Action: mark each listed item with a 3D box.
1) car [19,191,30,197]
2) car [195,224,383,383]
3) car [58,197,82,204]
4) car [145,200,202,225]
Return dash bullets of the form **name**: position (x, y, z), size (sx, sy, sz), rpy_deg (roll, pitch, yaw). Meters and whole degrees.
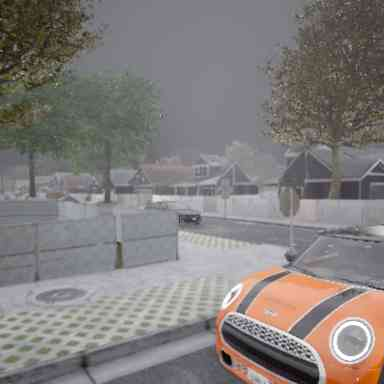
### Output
- **car**: position (-39.982, 1.041, 81.246), size (2.128, 1.511, 4.902), rpy_deg (0, 0, -35)
- **car**: position (2.510, 1.326, 4.725), size (4.553, 1.767, 2.097), rpy_deg (0, 0, -35)
- **car**: position (-15.541, 1.278, 42.013), size (2.033, 1.411, 5.357), rpy_deg (0, 0, -35)
- **car**: position (-1.319, 1.329, 21.918), size (1.882, 1.535, 5.008), rpy_deg (0, 1, -35)
